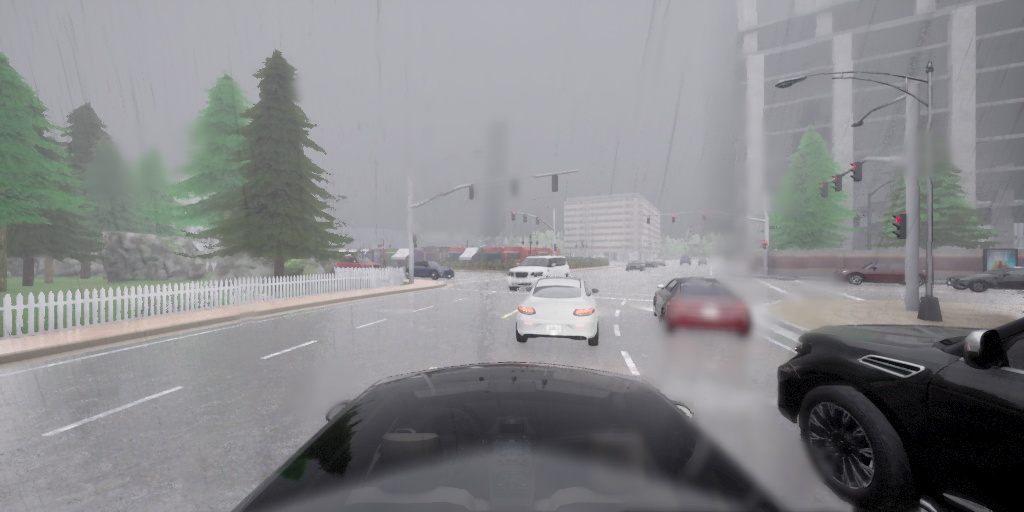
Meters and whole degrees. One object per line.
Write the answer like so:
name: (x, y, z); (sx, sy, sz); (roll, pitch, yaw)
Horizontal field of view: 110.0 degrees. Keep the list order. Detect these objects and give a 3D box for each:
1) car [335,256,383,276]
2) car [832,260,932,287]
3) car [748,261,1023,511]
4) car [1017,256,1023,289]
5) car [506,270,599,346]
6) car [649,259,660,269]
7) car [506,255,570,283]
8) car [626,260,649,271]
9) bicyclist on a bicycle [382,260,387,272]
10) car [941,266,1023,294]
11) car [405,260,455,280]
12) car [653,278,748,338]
car: (-15.663, 1.027, 36.674); (5.566, 2.045, 2.150); (0, 0, 30)
car: (25.914, 1.157, 25.388); (4.553, 1.767, 2.097); (0, 0, 30)
car: (3.737, 0.971, 1.190); (2.150, 2.045, 5.566); (0, 0, 0)
car: (34.251, 1.027, 20.657); (5.566, 2.045, 2.150); (0, 0, 30)
car: (1.275, 1.276, 9.412); (1.812, 1.442, 4.674); (0, 0, 11)
car: (22.160, 1.350, 57.808); (1.895, 1.301, 4.718); (0, 0, 29)
car: (1.712, 0.982, 20.991); (2.150, 2.045, 5.566); (0, -1, 27)
car: (16.479, 1.314, 47.666); (1.994, 1.385, 4.181); (0, 0, 29)
bicyclist on a bicycle: (-15.735, 1.258, 44.274); (0.582, 1.620, 1.656); (0, 0, -23)
car: (28.002, 1.331, 20.154); (4.674, 1.442, 1.812); (0, 0, 29)
car: (-7.321, 1.157, 31.939); (4.553, 1.767, 2.097); (0, 0, 30)
car: (5.296, 1.314, 10.419); (1.994, 1.385, 4.181); (0, 0, 17)
